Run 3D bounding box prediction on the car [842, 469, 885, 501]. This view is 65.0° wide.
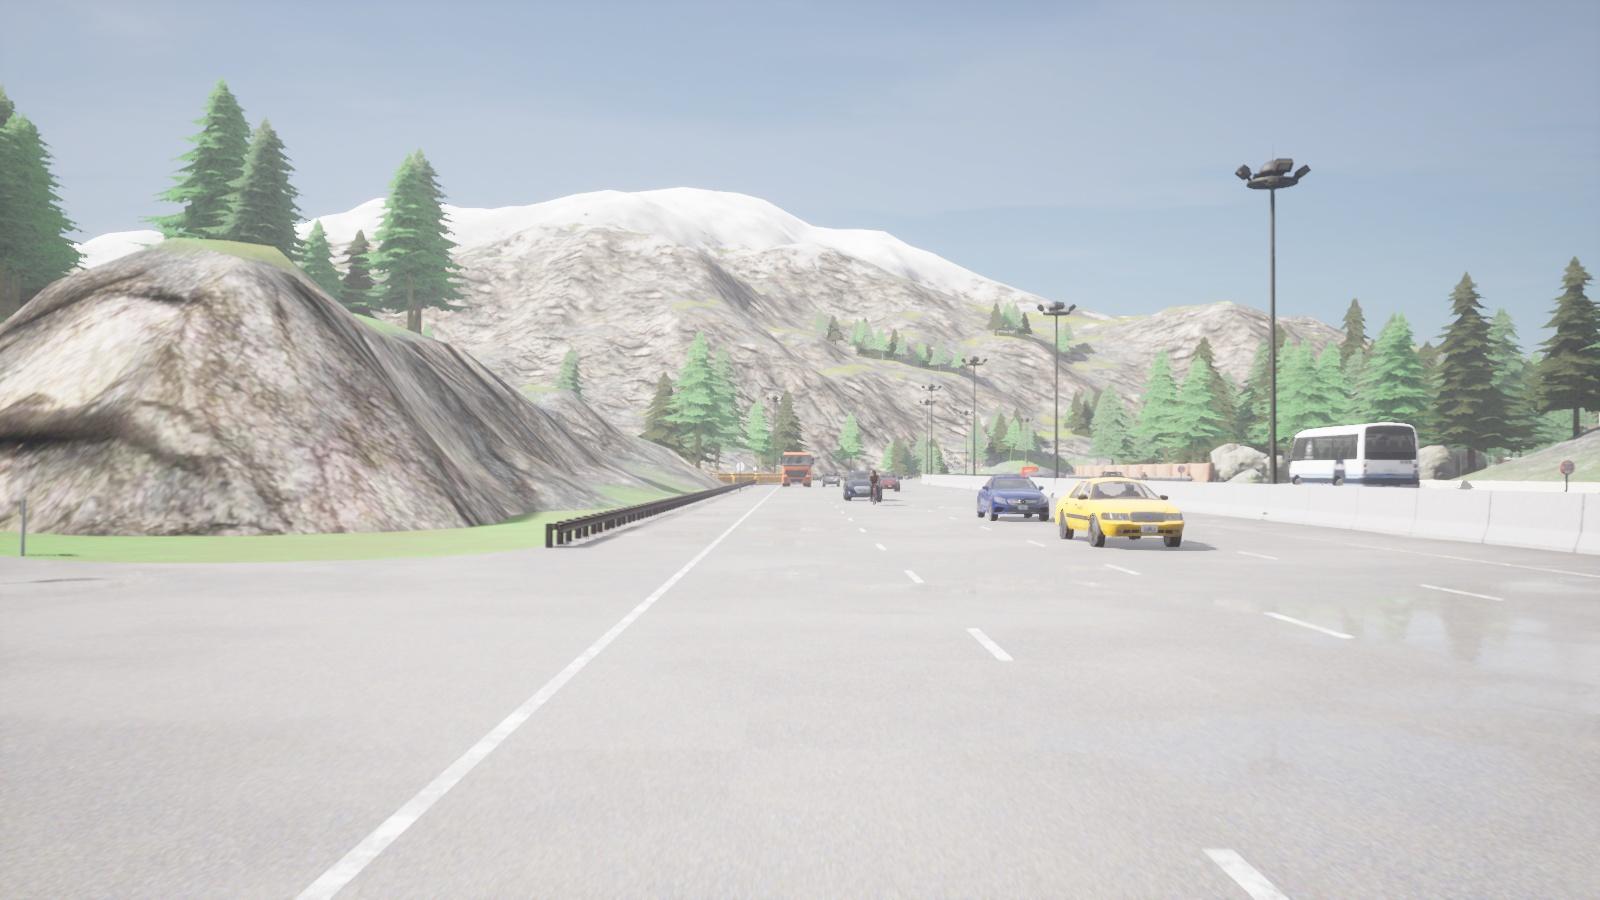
[{"bbox_3d":[3.340,1.852,66.933,2.033,1.649,4.856,0,-1,0],"label":"car"}]

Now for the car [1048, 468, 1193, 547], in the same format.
[{"bbox_3d":[6.933,1.190,27.748,1.801,1.575,5.366,0,-1,0],"label":"car"}]

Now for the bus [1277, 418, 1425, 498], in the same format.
[{"bbox_3d":[31.320,0.520,72.107,3.944,4.253,10.273,0,-1,0],"label":"bus"}]

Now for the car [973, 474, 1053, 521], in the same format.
[{"bbox_3d":[6.892,1.499,40.999,1.812,1.442,4.674,0,-1,0],"label":"car"}]

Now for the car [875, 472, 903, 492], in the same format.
[{"bbox_3d":[6.768,2.410,96.055,1.845,1.501,3.633,0,-1,0],"label":"car"}]
